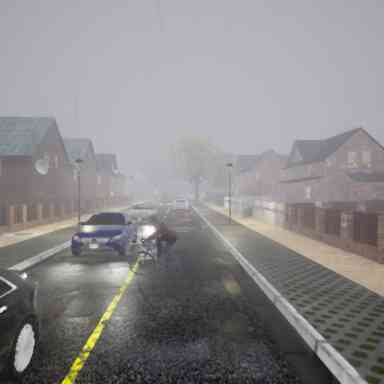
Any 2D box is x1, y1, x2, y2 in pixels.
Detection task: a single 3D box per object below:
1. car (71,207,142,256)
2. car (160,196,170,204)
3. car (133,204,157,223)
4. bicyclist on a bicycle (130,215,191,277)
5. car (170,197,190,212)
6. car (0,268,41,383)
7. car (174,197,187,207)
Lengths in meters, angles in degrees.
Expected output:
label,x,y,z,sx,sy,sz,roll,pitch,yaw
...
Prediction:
label,x,y,z,sx,sy,sz,roll,pitch,yaw
car,-3.294,1.523,13.273,1.812,1.442,4.674,0,0,-2
car,-5.167,1.458,64.117,1.812,1.442,4.674,0,0,-2
car,-3.746,1.591,25.524,1.895,1.301,4.718,0,0,-2
bicyclist on a bicycle,-0.846,1.441,8.833,1.656,1.620,0.582,-1,0,-2
car,-1.283,1.499,38.209,1.812,1.442,4.674,0,0,-2
car,-2.892,1.506,2.648,1.837,1.490,4.892,0,0,-2
car,-1.745,1.480,50.294,1.812,1.442,4.674,0,0,-2
